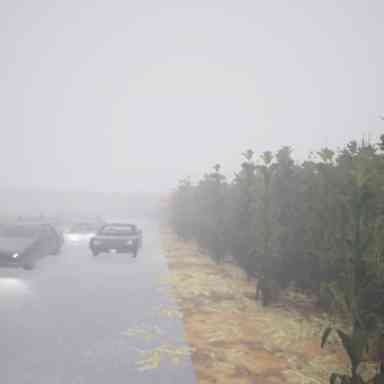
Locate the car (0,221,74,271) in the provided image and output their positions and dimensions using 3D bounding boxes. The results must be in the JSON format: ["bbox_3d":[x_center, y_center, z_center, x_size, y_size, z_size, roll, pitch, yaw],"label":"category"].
[{"bbox_3d":[-6.176,1.836,12.234,2.033,1.411,5.357,2,-2,-7],"label":"car"}]

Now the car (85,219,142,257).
[{"bbox_3d":[-3.298,2.093,15.210,1.895,1.301,4.718,2,-2,-6],"label":"car"}]

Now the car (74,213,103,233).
[{"bbox_3d":[-7.672,2.285,24.842,1.994,1.385,4.181,2,-2,-7],"label":"car"}]
